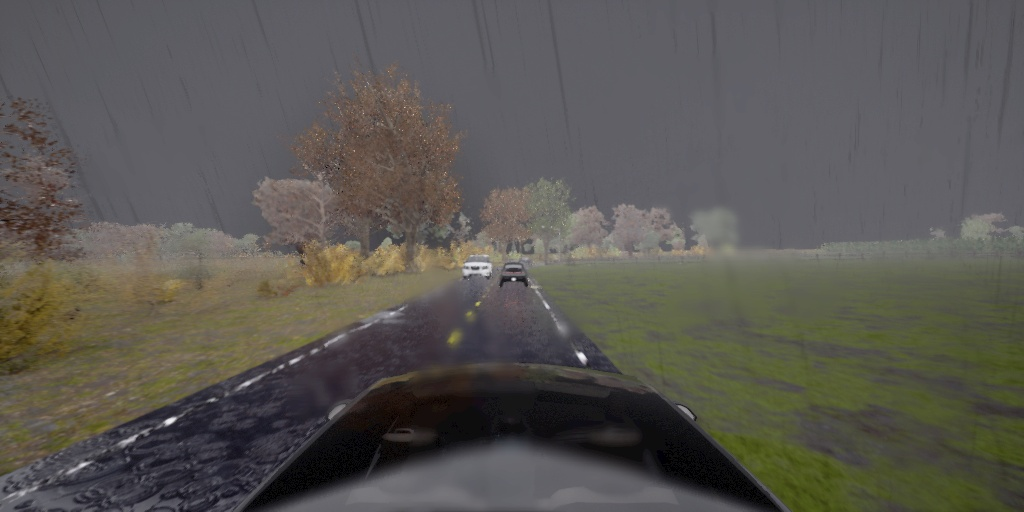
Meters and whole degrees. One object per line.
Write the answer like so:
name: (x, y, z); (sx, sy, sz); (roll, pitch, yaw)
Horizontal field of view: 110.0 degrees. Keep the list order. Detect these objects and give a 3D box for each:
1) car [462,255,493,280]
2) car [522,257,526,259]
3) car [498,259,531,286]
car: (-2.833, 0.903, 30.457); (2.150, 2.045, 5.566); (0, 0, 0)
car: (0.301, 1.109, 44.673); (2.128, 1.511, 4.902); (0, 0, 3)
car: (0.108, 1.203, 24.858); (1.837, 1.490, 4.892); (0, 0, 0)
